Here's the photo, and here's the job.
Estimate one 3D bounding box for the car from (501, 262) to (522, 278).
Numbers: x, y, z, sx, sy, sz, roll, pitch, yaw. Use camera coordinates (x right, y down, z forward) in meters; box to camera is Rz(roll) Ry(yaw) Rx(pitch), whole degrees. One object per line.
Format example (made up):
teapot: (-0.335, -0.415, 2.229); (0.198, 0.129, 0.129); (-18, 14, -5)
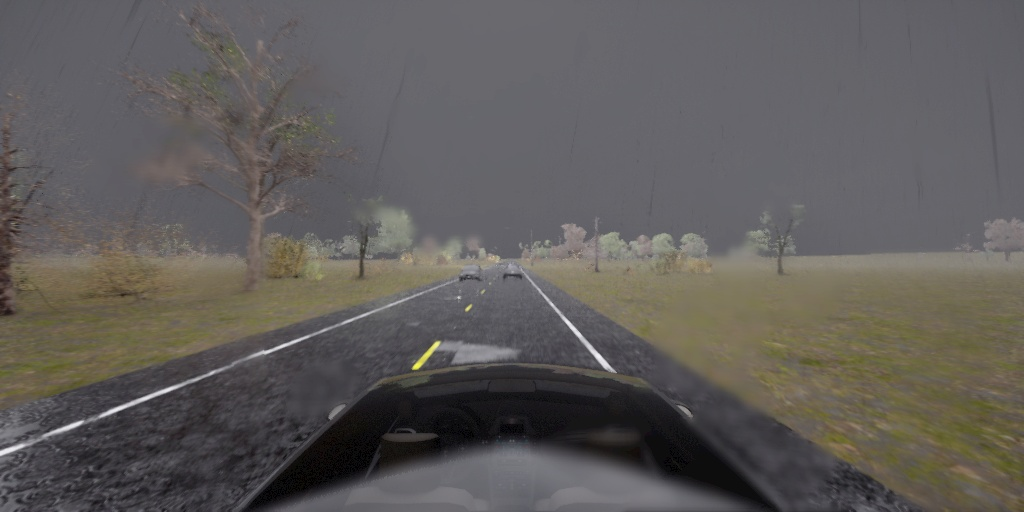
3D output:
car: (0.058, 1.625, 38.916); (1.994, 1.385, 4.181); (0, 0, 0)

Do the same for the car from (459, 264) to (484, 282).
car: (-3.618, 1.524, 32.469); (1.837, 1.490, 4.892); (0, -1, 0)
